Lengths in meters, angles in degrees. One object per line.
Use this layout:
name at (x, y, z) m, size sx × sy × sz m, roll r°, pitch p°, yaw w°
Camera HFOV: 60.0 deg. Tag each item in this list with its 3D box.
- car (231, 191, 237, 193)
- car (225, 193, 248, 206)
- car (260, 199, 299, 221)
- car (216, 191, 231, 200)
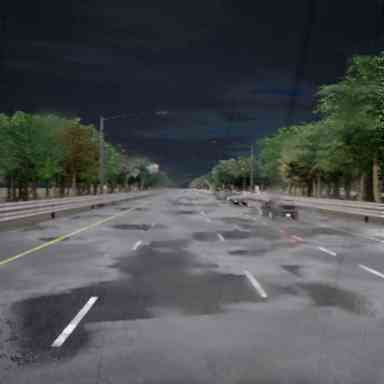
car at (11.222, 0.485, 92.151) m, size 2.128 × 1.511 × 4.902 m, roll 1°, pitch 1°, yaw 23°
car at (5.852, 1.124, 42.902) m, size 1.895 × 1.301 × 4.718 m, roll 1°, pitch 1°, yaw -1°
car at (6.329, 1.263, 24.491) m, size 1.837 × 1.490 × 4.892 m, roll 1°, pitch 1°, yaw -1°
car at (5.481, 0.776, 61.792) m, size 2.128 × 1.511 × 4.902 m, roll 1°, pitch 1°, yaw 1°
